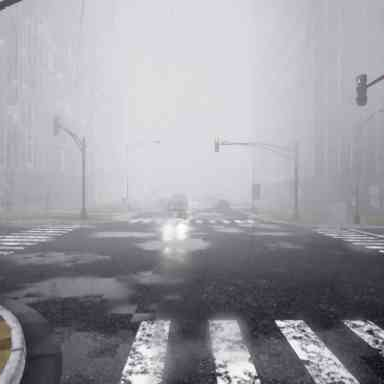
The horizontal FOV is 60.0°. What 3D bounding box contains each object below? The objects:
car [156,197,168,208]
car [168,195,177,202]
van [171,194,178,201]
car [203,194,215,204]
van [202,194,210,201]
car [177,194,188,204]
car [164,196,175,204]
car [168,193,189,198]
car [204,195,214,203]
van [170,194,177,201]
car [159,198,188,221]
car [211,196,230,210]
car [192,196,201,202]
[{"bbox_3d":[-4.183,1.592,47.289,1.802,1.307,4.206,0,0,0],"label":"car"},{"bbox_3d":[-4.391,1.426,74.927,1.967,1.590,4.097,0,0,0],"label":"car"},{"bbox_3d":[-4.475,1.315,85.981,1.690,1.788,3.998,0,0,0],"label":"van"},{"bbox_3d":[3.572,1.313,63.930,2.192,1.841,5.009,0,0,0],"label":"car"},{"bbox_3d":[3.447,1.321,80.513,1.690,1.788,3.998,0,0,0],"label":"van"},{"bbox_3d":[-1.773,1.346,66.104,2.097,1.767,4.553,0,0,0],"label":"car"},{"bbox_3d":[-4.308,1.563,63.871,1.947,1.339,4.313,0,0,0],"label":"car"},{"bbox_3d":[-1.694,1.232,45.041,2.150,2.045,5.566,0,0,0],"label":"car"},{"bbox_3d":[3.531,1.432,69.459,1.967,1.590,4.097,0,0,0],"label":"car"},{"bbox_3d":[-4.433,1.321,80.454,1.690,1.788,3.998,0,0,0],"label":"van"},{"bbox_3d":[-1.397,1.511,27.735,2.128,1.511,4.902,0,0,-3],"label":"car"},{"bbox_3d":[3.788,1.579,41.822,1.947,1.339,4.313,0,0,0],"label":"car"},{"bbox_3d":[0.942,1.512,73.102,1.812,1.442,4.674,0,0,0],"label":"car"}]
